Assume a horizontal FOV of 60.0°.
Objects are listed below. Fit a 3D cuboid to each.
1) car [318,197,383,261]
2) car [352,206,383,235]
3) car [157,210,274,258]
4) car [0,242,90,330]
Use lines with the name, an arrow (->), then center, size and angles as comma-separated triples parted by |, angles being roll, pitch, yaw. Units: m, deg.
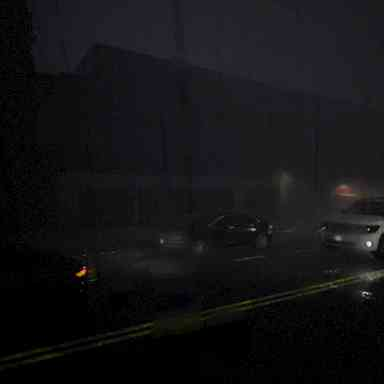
car -> 7.268, 1.225, 12.659 | 5.566, 2.045, 2.150 | 1, 0, -32
car -> 11.543, 1.563, 19.423 | 4.181, 1.385, 1.994 | 0, 0, -32
car -> 1.028, 1.505, 12.878 | 4.892, 1.490, 1.837 | 0, 0, -32
car -> -3.907, 1.563, 5.517 | 4.181, 1.385, 1.994 | 0, 0, -34
